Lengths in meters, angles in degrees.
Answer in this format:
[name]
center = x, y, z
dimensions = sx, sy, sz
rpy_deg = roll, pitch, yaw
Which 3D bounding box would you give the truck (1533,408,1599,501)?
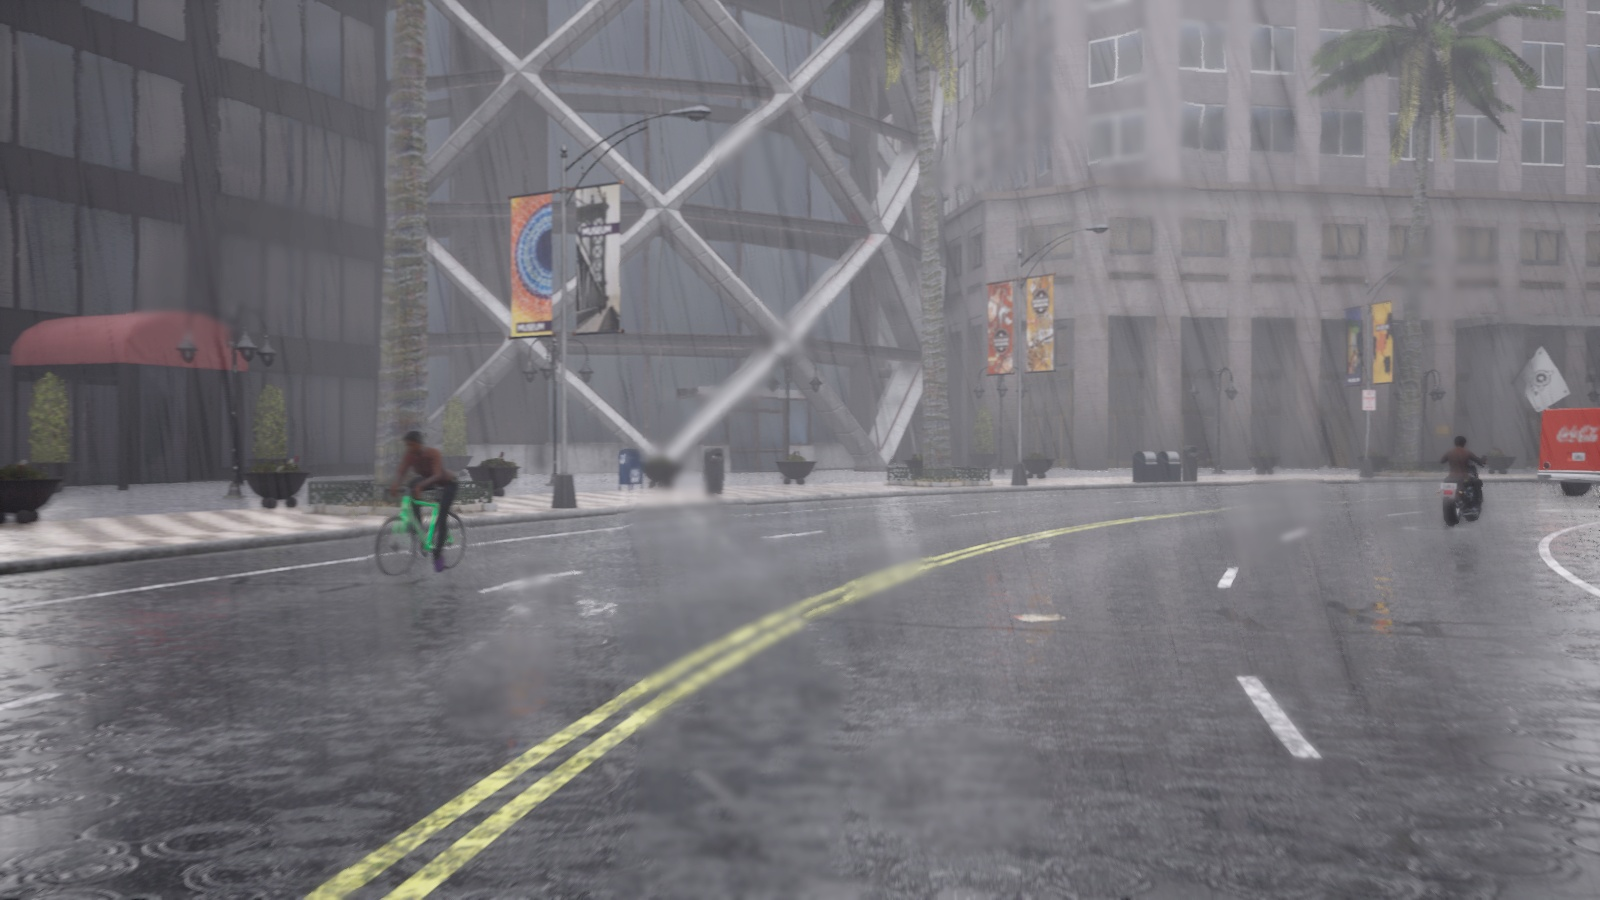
[truck]
center = 23.367, 0.106, 34.812
dimensions = 5.204, 2.467, 2.627
rpy_deg = 0, 0, -22

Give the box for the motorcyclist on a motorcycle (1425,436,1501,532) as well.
[motorcyclist on a motorcycle]
center = 12.122, 0.590, 22.914
dimensions = 0.766, 1.649, 2.350
rpy_deg = 1, 1, 39

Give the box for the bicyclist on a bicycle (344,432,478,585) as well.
[bicyclist on a bicycle]
center = -4.374, 0.611, 14.228
dimensions = 0.582, 1.620, 1.656
rpy_deg = 1, 1, 19
